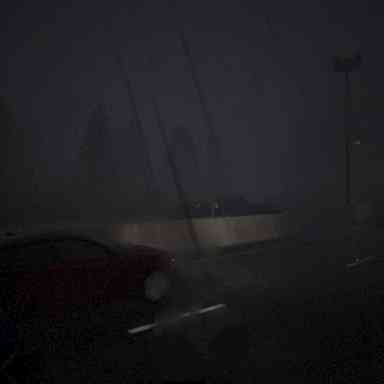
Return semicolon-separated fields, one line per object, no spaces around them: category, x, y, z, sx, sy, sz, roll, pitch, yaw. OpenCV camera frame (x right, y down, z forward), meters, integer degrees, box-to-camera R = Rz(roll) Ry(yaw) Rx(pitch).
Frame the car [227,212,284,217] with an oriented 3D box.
car;4.213;1.482;21.659;1.837;1.490;4.892;0;0;45

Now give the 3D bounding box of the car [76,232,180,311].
car;-2.558;1.486;6.427;5.008;1.535;1.882;0;0;-36

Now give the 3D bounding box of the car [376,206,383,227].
car;13.237;1.414;21.197;1.882;1.535;5.008;0;0;42

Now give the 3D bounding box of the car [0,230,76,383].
car;-3.591;1.236;1.230;5.566;2.045;2.150;0;0;-35
